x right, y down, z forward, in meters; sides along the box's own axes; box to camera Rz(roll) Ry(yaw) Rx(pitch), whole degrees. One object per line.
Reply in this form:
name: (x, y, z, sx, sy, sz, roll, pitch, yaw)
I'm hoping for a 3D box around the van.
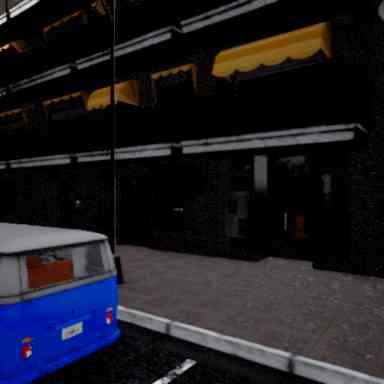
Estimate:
van: (-2.894, 1.385, 4.923, 3.998, 1.788, 1.690, -1, 0, 35)
